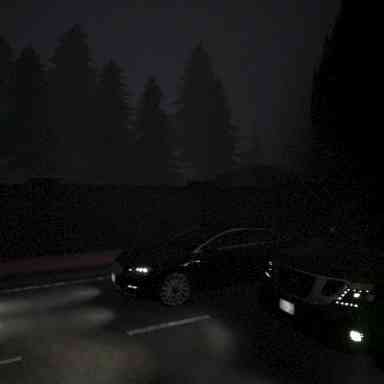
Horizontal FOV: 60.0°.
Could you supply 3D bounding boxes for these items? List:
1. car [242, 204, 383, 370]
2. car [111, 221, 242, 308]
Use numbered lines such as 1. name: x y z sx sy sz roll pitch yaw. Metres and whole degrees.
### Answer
1. car: 3.854 1.223 5.617 5.566 2.045 2.150 0 0 -23
2. car: 0.630 1.477 7.806 4.902 1.511 2.128 0 0 -25
